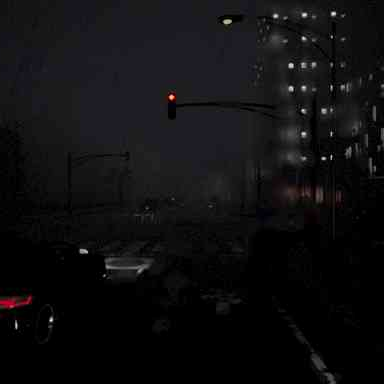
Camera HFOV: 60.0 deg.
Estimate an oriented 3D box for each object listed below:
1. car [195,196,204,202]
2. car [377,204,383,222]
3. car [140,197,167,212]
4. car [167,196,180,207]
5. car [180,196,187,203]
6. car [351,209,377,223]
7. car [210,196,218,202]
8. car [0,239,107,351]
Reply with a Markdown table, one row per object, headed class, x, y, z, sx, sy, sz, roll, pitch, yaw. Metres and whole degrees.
| class | x | y | z | sx | sy | sz | roll | pitch | yaw |
| --- | --- | --- | --- | --- | --- | --- | --- | --- | --- |
| car | 1.877 | 1.602 | 77.789 | 1.895 | 1.301 | 4.718 | 0 | 0 | 5 |
| car | 14.235 | 1.330 | 19.818 | 5.008 | 1.535 | 1.882 | -1 | 0 | 5 |
| car | -4.612 | 1.483 | 38.152 | 2.128 | 1.511 | 4.902 | 0 | 0 | 5 |
| car | -3.619 | 1.540 | 50.687 | 2.033 | 1.411 | 5.357 | 0 | 0 | 5 |
| car | -2.224 | 1.477 | 67.424 | 1.882 | 1.535 | 5.008 | 0 | 0 | 5 |
| car | 13.746 | 1.447 | 23.064 | 4.718 | 1.301 | 1.895 | 0 | 0 | 2 |
| car | 4.888 | 1.546 | 74.539 | 2.033 | 1.411 | 5.357 | 0 | 0 | 5 |
| car | -3.024 | 1.563 | 6.236 | 1.994 | 1.385 | 4.181 | 0 | 0 | 1 |
